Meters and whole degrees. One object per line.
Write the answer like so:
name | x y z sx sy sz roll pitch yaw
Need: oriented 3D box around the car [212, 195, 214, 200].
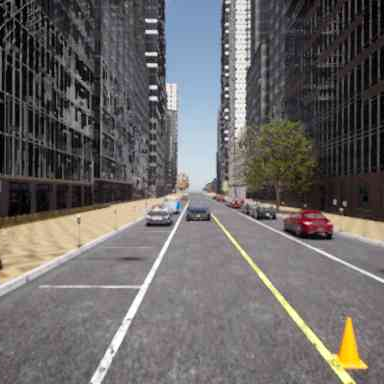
car | 6.507 1.516 91.863 1.947 1.339 4.313 0 0 0

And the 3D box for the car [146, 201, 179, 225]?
car | -2.222 1.549 23.601 2.008 1.369 4.403 0 0 0

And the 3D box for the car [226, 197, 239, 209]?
car | 6.275 1.464 46.324 1.967 1.590 4.097 0 0 0

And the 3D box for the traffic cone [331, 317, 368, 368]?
traffic cone | 2.094 1.968 4.439 0.340 0.580 0.340 0 0 0

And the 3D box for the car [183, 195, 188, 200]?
car | -1.902 1.466 86.220 1.887 1.381 4.507 0 0 0

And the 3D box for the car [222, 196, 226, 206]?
car | 6.304 1.458 52.016 1.967 1.590 4.097 0 0 0

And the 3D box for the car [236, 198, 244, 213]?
car | 6.217 1.586 34.939 2.008 1.369 4.403 0 0 0

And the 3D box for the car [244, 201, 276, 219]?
car | 6.188 1.589 29.247 2.008 1.369 4.403 0 0 0

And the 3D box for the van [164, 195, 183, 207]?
van | -2.162 1.335 34.986 1.690 1.788 3.998 0 0 0

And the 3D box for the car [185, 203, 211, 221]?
car | 0.485 1.575 26.919 1.994 1.385 4.181 0 0 0

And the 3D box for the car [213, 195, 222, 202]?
car | 6.420 1.530 74.786 1.887 1.381 4.507 0 0 0

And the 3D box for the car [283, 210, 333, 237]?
car | 6.130 1.620 17.862 1.802 1.307 4.206 0 0 0
